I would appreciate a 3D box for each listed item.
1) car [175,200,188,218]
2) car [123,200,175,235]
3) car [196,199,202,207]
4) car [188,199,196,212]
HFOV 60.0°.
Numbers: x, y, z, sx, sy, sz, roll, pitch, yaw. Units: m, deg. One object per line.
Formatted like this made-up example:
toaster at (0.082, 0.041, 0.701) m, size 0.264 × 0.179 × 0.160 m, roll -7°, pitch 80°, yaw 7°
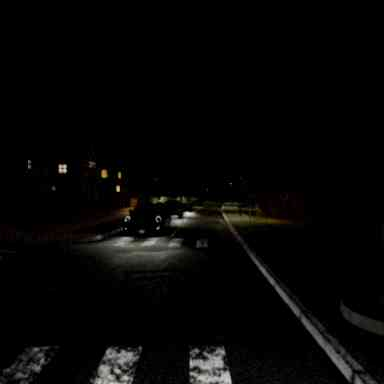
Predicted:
car at (-1.758, 1.564, 30.856) m, size 1.837 × 1.490 × 4.892 m, roll 0°, pitch -1°, yaw 4°
car at (-2.394, 1.369, 18.686) m, size 2.097 × 1.767 × 4.553 m, roll 0°, pitch 0°, yaw 2°
car at (0.704, 1.832, 57.145) m, size 2.033 × 1.411 × 5.357 m, roll 0°, pitch 0°, yaw 7°
car at (-0.960, 1.723, 41.498) m, size 1.895 × 1.301 × 4.718 m, roll 0°, pitch 0°, yaw 5°
